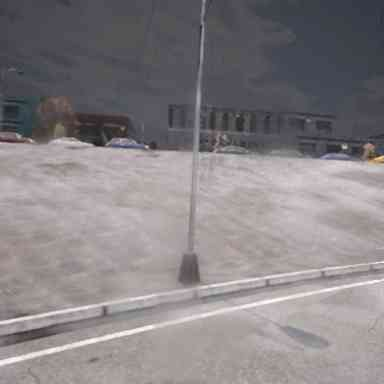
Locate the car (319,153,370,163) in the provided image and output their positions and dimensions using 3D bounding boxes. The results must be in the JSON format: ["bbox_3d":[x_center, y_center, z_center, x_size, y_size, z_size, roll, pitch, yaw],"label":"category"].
[{"bbox_3d":[15.611,-3.294,35.076,4.674,1.452,2.002,3,-2,-5],"label":"car"}]

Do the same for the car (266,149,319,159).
[{"bbox_3d":[10.092,-3.619,34.604,4.892,1.521,2.231,3,-2,-4],"label":"car"}]

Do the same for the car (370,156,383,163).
[{"bbox_3d":[21.122,-3.041,35.668,5.008,1.535,2.097,3,-2,-6],"label":"car"}]

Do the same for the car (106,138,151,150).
[{"bbox_3d":[-6.311,-4.505,33.528,4.553,1.767,2.185,3,-2,-4],"label":"car"}]

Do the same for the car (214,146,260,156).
[{"bbox_3d":[4.591,-3.882,34.237,4.892,1.521,2.231,3,-2,-4],"label":"car"}]

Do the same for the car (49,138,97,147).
[{"bbox_3d":[-11.794,-4.588,33.166,4.674,1.452,2.002,3,-2,-4],"label":"car"}]

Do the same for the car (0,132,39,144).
[{"bbox_3d":[-17.445,-5.010,32.800,4.553,1.767,2.185,3,-2,-4],"label":"car"}]
